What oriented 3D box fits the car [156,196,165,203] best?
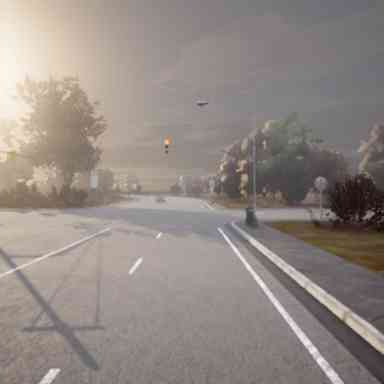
[{"bbox_3d":[-7.263,1.678,76.574,1.837,1.490,4.892,0,0,-1],"label":"car"}]
